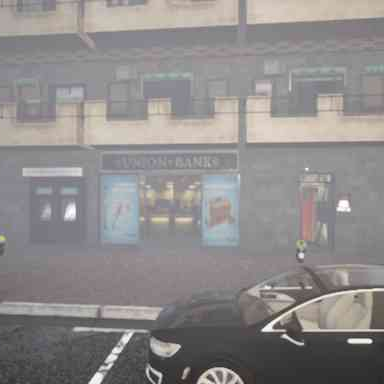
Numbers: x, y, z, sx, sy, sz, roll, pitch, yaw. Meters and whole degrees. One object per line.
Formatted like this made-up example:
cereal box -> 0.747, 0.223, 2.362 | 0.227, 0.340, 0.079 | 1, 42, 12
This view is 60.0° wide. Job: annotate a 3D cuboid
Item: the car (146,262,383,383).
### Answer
car -> 1.674, 1.551, 3.842 | 4.403, 1.369, 2.008 | 0, 0, 6
